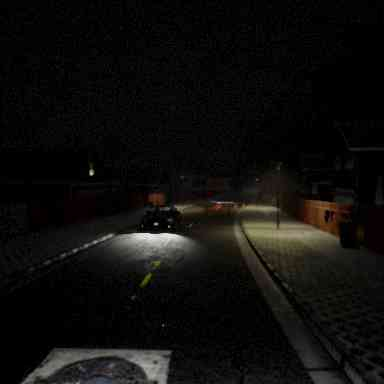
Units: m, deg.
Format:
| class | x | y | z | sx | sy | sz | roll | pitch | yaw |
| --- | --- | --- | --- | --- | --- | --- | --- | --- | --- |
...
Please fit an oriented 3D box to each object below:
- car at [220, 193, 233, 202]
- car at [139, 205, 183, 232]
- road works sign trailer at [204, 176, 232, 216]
| class | x | y | z | sx | sy | sz | roll | pitch | yaw |
| --- | --- | --- | --- | --- | --- | --- | --- | --- | --- |
| car | 6.194 | 0.950 | 60.005 | 1.837 | 1.490 | 4.892 | 1 | 1 | 14 |
| car | -1.706 | 1.488 | 19.500 | 1.994 | 1.385 | 4.181 | 0 | 0 | 6 |
| road works sign trailer | 2.408 | 0.336 | 30.195 | 2.380 | 3.560 | 2.880 | 0 | 1 | 12 |
